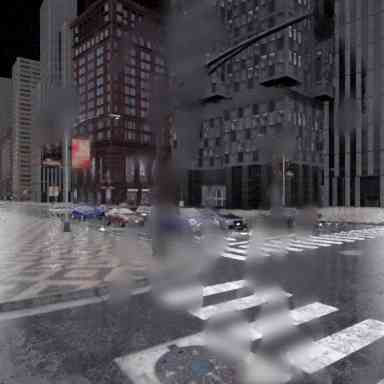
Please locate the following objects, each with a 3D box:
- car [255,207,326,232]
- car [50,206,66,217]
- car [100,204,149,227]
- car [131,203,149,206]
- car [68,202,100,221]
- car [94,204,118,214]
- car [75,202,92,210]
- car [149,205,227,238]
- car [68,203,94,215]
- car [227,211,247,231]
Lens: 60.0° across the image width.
[{"bbox_3d":[6.284,1.744,21.874,1.837,1.490,4.892,0,-1,-36],"label":"car"},{"bbox_3d":[-16.680,2.416,42.432,1.895,1.301,4.718,0,-1,-35],"label":"car"},{"bbox_3d":[-5.514,1.976,26.825,1.812,1.442,4.674,0,-1,-36],"label":"car"},{"bbox_3d":[-3.469,1.969,29.548,1.837,1.490,4.892,0,-1,-35],"label":"car"},{"bbox_3d":[-10.910,2.103,34.342,1.882,1.535,5.008,0,-1,-36],"label":"car"},{"bbox_3d":[-12.462,2.444,47.980,1.895,1.301,4.718,0,-1,-36],"label":"car"},{"bbox_3d":[-21.714,2.752,66.434,1.812,1.442,4.674,0,-1,-36],"label":"car"},{"bbox_3d":[-0.361,1.636,19.612,2.097,1.767,4.553,0,-1,-35],"label":"car"},{"bbox_3d":[-15.573,2.352,46.492,2.128,1.511,4.902,0,-1,-35],"label":"car"},{"bbox_3d":[1.712,1.861,22.331,1.994,1.385,4.181,0,-1,-36],"label":"car"}]
